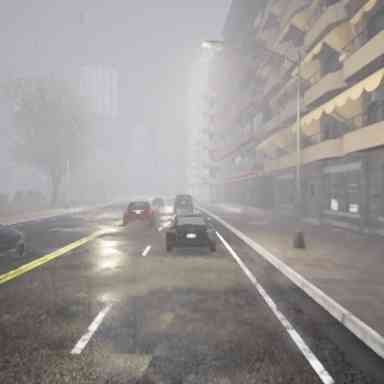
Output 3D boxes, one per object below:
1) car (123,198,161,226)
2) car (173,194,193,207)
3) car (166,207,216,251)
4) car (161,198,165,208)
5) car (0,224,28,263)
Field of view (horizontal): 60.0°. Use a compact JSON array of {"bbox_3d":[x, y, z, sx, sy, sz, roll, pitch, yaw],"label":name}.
[{"bbox_3d":[-3.611,1.374,23.908,2.097,1.767,4.553,0,0,-2],"label":"car"},{"bbox_3d":[-1.023,1.250,38.431,2.150,2.045,5.566,0,0,-3],"label":"car"},{"bbox_3d":[-0.073,1.573,14.212,1.994,1.385,4.181,0,0,-1],"label":"car"},{"bbox_3d":[-5.068,1.569,49.973,1.812,1.442,4.674,0,0,-4],"label":"car"},{"bbox_3d":[-6.607,1.583,9.723,1.994,1.385,4.181,0,0,0],"label":"car"}]
